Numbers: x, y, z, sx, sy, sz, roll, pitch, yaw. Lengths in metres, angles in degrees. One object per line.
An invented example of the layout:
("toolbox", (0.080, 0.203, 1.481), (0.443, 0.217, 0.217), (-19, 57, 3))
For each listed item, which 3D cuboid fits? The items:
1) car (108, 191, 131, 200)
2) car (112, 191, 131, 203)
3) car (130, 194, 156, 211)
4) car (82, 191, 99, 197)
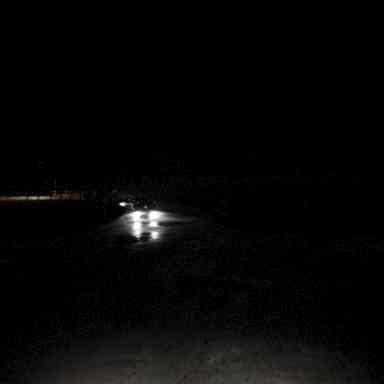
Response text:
("car", (-11.881, 0.516, 54.388), (1.895, 1.301, 4.718), (-2, 2, -38))
("car", (-8.967, 0.634, 43.938), (1.812, 1.442, 4.674), (-1, 1, -27))
("car", (-4.411, 0.949, 30.691), (1.895, 1.301, 4.718), (0, 1, -12))
("car", (-18.632, 0.427, 61.790), (4.181, 1.385, 1.994), (0, 2, 41))
